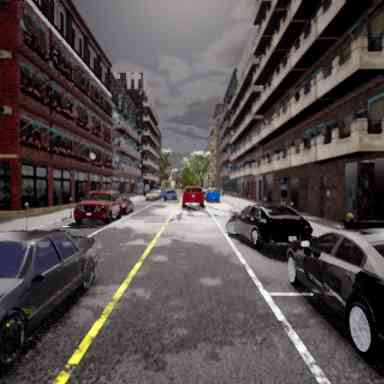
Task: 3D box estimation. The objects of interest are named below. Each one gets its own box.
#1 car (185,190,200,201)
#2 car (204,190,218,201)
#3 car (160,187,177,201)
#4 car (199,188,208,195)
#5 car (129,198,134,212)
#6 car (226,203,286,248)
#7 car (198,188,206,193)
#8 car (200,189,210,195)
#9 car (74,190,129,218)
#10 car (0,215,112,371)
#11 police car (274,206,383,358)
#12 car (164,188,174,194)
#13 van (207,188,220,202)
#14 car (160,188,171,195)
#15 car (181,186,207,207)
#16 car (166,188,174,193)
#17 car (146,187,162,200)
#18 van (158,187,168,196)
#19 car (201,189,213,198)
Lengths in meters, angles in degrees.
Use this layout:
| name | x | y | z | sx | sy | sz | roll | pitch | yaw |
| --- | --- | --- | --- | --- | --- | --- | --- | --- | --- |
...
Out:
| name | x | y | z | sx | sy | sz | roll | pitch | yaw |
| --- | --- | --- | --- | --- | --- | --- | --- | --- | --- |
| car | 0.027 | 0.485 | 47.357 | 2.033 | 1.411 | 5.357 | 0 | 1 | 0 |
| car | 2.707 | 0.431 | 48.788 | 1.752 | 1.417 | 4.829 | 1 | 1 | 0 |
| car | -3.085 | 0.451 | 47.898 | 1.812 | 1.442 | 4.674 | 0 | 1 | 0 |
| car | 2.666 | -0.130 | 76.468 | 1.802 | 1.307 | 4.206 | 1 | 1 | 0 |
| car | -5.680 | 0.989 | 26.380 | 1.802 | 1.307 | 4.206 | 1 | 1 | 0 |
| car | 2.883 | 1.205 | 13.284 | 1.837 | 1.490 | 4.892 | 0 | 1 | -10 |
| car | 2.666 | -0.410 | 87.607 | 2.008 | 1.369 | 4.403 | 1 | 1 | 0 |
| car | 2.666 | -0.022 | 70.898 | 1.947 | 1.339 | 4.313 | 1 | 1 | 0 |
| car | -5.677 | 0.846 | 20.804 | 2.192 | 1.841 | 5.009 | 1 | 1 | 0 |
| car | -3.099 | 1.416 | 5.736 | 2.033 | 1.411 | 5.357 | 0 | 1 | 0 |
| police car | 3.133 | 1.289 | 5.909 | 1.930 | 1.638 | 5.238 | 0 | 1 | 0 |
| car | -5.681 | -0.286 | 82.077 | 2.008 | 1.369 | 4.403 | 1 | 1 | 0 |
| van | 2.706 | 0.375 | 43.044 | 1.690 | 1.788 | 3.998 | 1 | 1 | 0 |
| car | -5.681 | -0.038 | 70.936 | 2.008 | 1.369 | 4.403 | 1 | 1 | 0 |
| car | 0.088 | 0.451 | 34.189 | 2.150 | 2.045 | 5.566 | 0 | 1 | -1 |
| car | -5.682 | -0.379 | 87.647 | 1.802 | 1.307 | 4.206 | 1 | 1 | 0 |
| car | -5.680 | 0.438 | 48.488 | 1.752 | 1.417 | 4.829 | 1 | 1 | 0 |
| van | -5.678 | -0.123 | 65.363 | 1.690 | 1.788 | 3.998 | 1 | 1 | 0 |
| car | 2.679 | 0.206 | 59.758 | 1.887 | 1.381 | 4.507 | 1 | 1 | 0 |
